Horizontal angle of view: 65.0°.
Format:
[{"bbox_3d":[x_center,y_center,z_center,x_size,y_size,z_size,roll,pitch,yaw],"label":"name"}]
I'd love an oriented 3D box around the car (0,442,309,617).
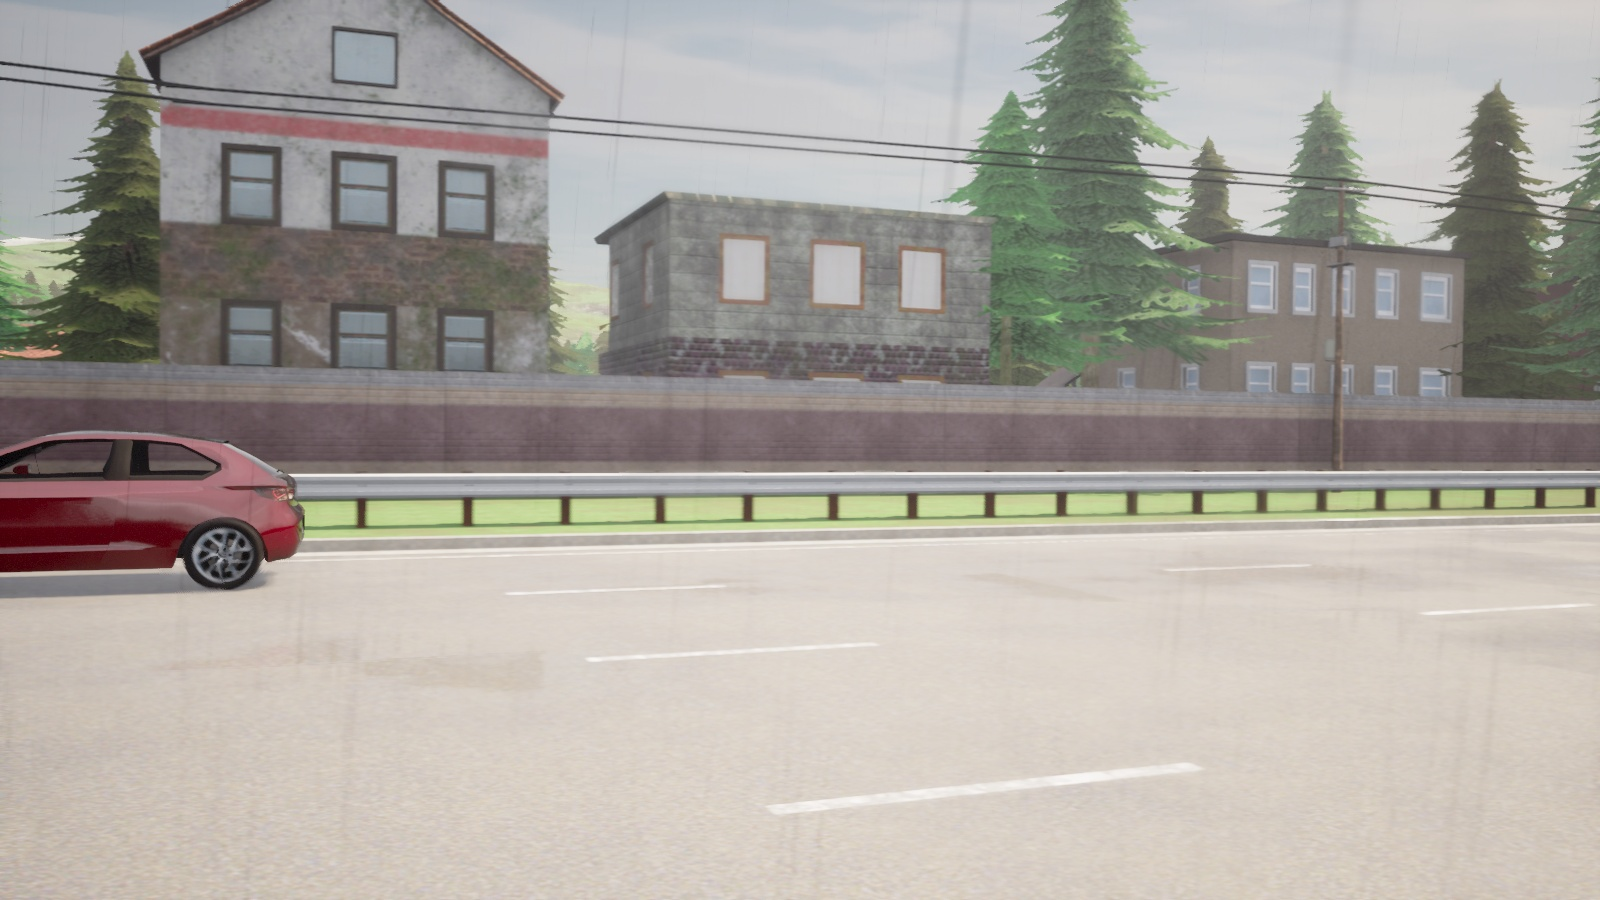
[{"bbox_3d":[-6.916,0.694,11.843,4.193,1.474,1.816,-1,1,-20],"label":"car"}]
